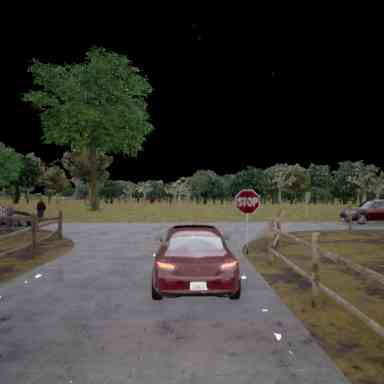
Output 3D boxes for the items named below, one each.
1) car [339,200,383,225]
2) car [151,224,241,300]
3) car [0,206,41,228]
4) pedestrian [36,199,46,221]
[{"bbox_3d":[12.922,1.354,23.630,4.553,1.767,2.097,0,-1,-1],"label":"car"},{"bbox_3d":[0.038,1.537,8.297,1.812,1.442,4.674,0,0,-2],"label":"car"},{"bbox_3d":[-11.647,1.572,20.508,4.181,1.385,1.994,0,-1,2],"label":"car"},{"bbox_3d":[-12.155,1.430,26.719,0.375,1.860,0.375,0,-1,0],"label":"pedestrian"}]
